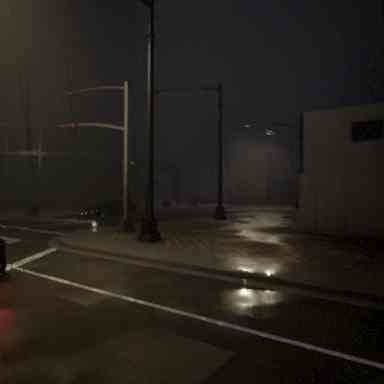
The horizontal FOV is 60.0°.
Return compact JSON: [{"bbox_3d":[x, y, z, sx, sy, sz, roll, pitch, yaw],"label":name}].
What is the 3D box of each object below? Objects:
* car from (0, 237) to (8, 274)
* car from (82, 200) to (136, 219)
[{"bbox_3d":[-6.836,1.481,9.447,4.892,1.490,1.837,1,1,44],"label":"car"},{"bbox_3d":[-6.871,1.426,27.962,1.837,1.490,4.892,0,0,36],"label":"car"}]
